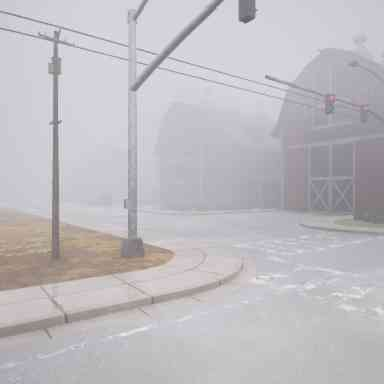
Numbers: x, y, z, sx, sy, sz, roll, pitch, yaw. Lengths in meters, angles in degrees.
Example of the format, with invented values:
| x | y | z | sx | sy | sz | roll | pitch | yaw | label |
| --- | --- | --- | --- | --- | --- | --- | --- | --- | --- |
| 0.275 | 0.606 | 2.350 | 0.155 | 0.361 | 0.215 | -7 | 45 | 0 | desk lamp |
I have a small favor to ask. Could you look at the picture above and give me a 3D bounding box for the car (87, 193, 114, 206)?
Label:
| x | y | z | sx | sy | sz | roll | pitch | yaw | label |
| --- | --- | --- | --- | --- | --- | --- | --- | --- | --- |
| -13.828 | 1.118 | 50.596 | 3.866 | 1.878 | 1.905 | -2 | 5 | 11 | car |
